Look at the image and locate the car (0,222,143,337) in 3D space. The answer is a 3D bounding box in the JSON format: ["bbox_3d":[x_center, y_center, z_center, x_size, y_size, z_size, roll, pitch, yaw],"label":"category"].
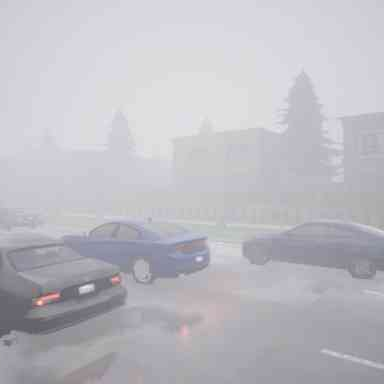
[{"bbox_3d":[-3.682,1.559,6.620,5.357,1.411,2.033,0,0,35],"label":"car"}]

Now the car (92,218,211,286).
[{"bbox_3d":[-1.825,1.490,9.594,5.008,1.535,1.882,0,0,36],"label":"car"}]

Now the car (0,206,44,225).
[{"bbox_3d":[-11.395,1.584,20.720,5.357,1.411,2.033,0,0,36],"label":"car"}]

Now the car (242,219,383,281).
[{"bbox_3d":[3.770,1.530,9.894,4.674,1.442,1.812,0,0,35],"label":"car"}]
